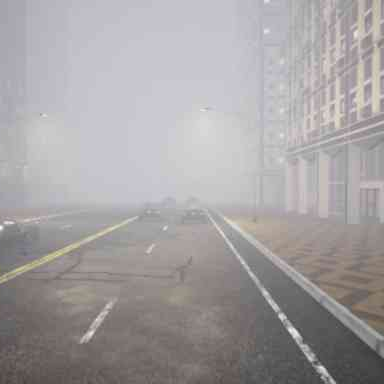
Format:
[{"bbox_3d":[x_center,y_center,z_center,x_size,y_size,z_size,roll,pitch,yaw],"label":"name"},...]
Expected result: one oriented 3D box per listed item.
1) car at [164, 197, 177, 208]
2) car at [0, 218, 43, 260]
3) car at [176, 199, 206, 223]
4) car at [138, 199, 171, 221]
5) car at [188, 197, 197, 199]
[{"bbox_3d":[-3.173,1.424,47.469,1.882,1.535,5.008,0,0,0],"label":"car"},{"bbox_3d":[-6.601,1.540,10.361,2.033,1.411,5.357,0,0,0],"label":"car"},{"bbox_3d":[0.089,1.523,25.259,2.033,1.411,5.357,0,0,0],"label":"car"},{"bbox_3d":[-3.164,1.521,27.120,2.033,1.411,5.357,0,0,0],"label":"car"},{"bbox_3d":[0.077,1.448,50.009,1.837,1.490,4.892,0,1,0],"label":"car"}]
